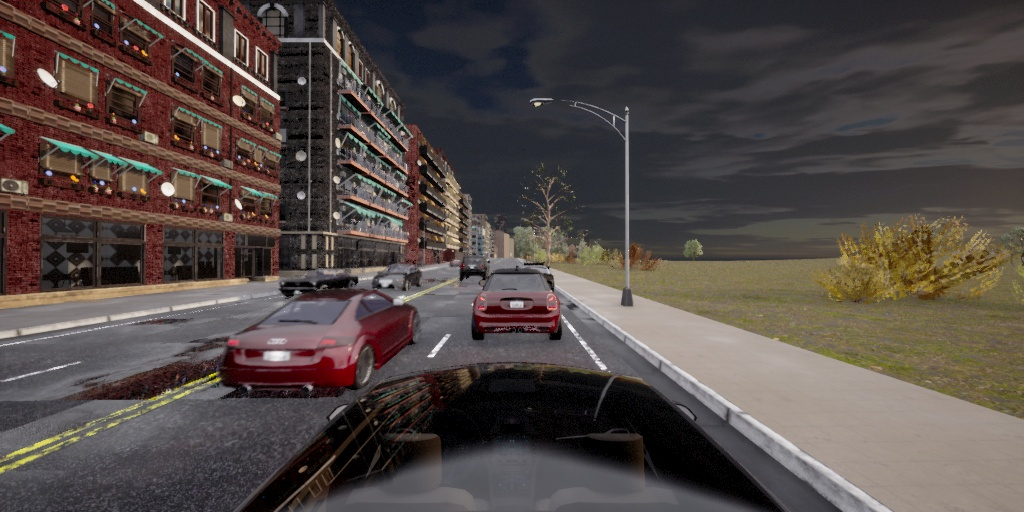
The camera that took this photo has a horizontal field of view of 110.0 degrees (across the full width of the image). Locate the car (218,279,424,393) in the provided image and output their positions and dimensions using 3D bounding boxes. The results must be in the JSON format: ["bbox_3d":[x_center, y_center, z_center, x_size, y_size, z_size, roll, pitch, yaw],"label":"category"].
[{"bbox_3d":[-3.140,1.314,6.804,1.994,1.385,4.181,0,0,0],"label":"car"}]

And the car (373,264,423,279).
[{"bbox_3d":[-6.556,1.244,21.005,2.128,1.511,4.902,0,0,0],"label":"car"}]

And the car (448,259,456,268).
[{"bbox_3d":[-9.676,1.275,61.894,1.812,1.442,4.674,0,0,1],"label":"car"}]

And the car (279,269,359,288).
[{"bbox_3d":[-9.811,1.353,18.603,1.895,1.301,4.718,0,0,0],"label":"car"}]

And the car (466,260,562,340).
[{"bbox_3d":[0.114,1.103,10.109,2.097,1.767,4.553,0,0,0],"label":"car"}]

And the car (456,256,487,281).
[{"bbox_3d":[-3.083,0.975,30.528,2.150,2.045,5.566,0,0,0],"label":"car"}]

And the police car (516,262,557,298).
[{"bbox_3d":[1.178,1.177,19.604,1.930,1.638,5.238,0,0,0],"label":"police car"}]
